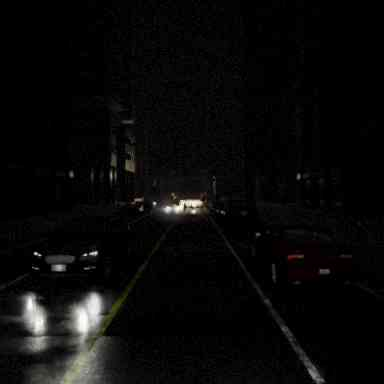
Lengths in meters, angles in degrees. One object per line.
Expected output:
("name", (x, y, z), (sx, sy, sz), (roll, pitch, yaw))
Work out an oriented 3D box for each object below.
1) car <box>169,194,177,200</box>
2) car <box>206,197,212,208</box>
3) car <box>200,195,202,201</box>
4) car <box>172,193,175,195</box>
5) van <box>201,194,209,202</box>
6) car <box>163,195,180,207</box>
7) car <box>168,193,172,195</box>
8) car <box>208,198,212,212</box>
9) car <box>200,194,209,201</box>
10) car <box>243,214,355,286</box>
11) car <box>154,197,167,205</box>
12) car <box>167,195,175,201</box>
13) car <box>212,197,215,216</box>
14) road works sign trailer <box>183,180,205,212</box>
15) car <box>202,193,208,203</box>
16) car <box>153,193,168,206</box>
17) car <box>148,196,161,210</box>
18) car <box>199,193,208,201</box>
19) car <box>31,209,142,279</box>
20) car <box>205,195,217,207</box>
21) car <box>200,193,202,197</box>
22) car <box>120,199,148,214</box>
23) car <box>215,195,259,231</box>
("car", (-5.416, 1.382, 93.283), (1.967, 1.590, 4.097), (0, 0, 0))
("car", (2.899, 1.524, 37.234), (2.008, 1.369, 4.403), (0, 0, 0))
("car", (2.983, 1.526, 59.641), (1.947, 1.339, 4.313), (0, 0, 0))
("car", (-5.458, 1.262, 82.078), (2.192, 1.841, 5.009), (0, 0, 0))
("van", (3.046, 1.291, 76.446), (1.690, 1.788, 3.998), (0, 0, 0))
("car", (-2.884, 1.566, 51.398), (1.895, 1.301, 4.718), (0, 0, 1))
("car", (-5.521, 1.397, 65.272), (1.967, 1.590, 4.097), (0, 0, 0))
("car", (2.878, 1.543, 31.632), (1.947, 1.339, 4.313), (0, 0, 0))
("car", (3.067, 1.387, 82.047), (1.967, 1.590, 4.097), (0, 0, 0))
("car", (2.794, 1.537, 9.225), (1.887, 1.381, 4.507), (0, 0, 0))
("car", (-5.542, 1.526, 59.670), (1.947, 1.339, 4.313), (0, 0, 0))
("car", (-5.437, 1.470, 87.511), (1.752, 1.417, 4.829), (0, 0, 0))
("car", (2.856, 1.421, 26.031), (1.967, 1.590, 4.097), (0, 0, 0))
("road works sign trailer", (0.146, 0.437, 39.044), (2.380, 3.560, 2.880), (0, 0, 0))
("car", (2.940, 1.282, 48.438), (2.192, 1.841, 5.009), (0, 0, 0))
("car", (-5.564, 1.278, 54.068), (2.192, 1.841, 5.009), (0, 0, 0))
("car", (-5.605, 1.521, 42.864), (2.008, 1.369, 4.403), (0, 0, 0))
("car", (3.088, 1.259, 87.650), (2.192, 1.841, 5.009), (0, 0, 0))
("car", (-3.063, 1.484, 10.116), (2.128, 1.511, 4.902), (0, 0, 0))
("car", (2.921, 1.495, 43.005), (1.752, 1.417, 4.829), (0, 0, 0))
("car", (3.025, 1.393, 70.844), (1.967, 1.590, 4.097), (0, 0, 0))
("car", (-5.647, 1.522, 31.659), (1.887, 1.381, 4.507), (0, 0, 0))
("car", (2.835, 1.300, 20.429), (2.192, 1.841, 5.009), (0, 0, 0))
